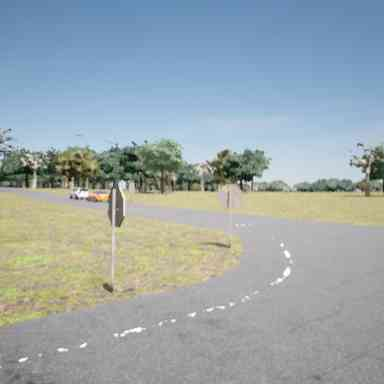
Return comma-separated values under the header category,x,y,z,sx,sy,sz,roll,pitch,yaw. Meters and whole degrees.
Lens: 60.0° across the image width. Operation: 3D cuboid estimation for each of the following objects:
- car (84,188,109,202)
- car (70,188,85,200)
category,x,y,z,sx,sy,sz,roll,pitch,yaw
car,-14.240,0.605,50.528,2.097,1.767,4.553,1,0,-35
car,-19.567,0.294,58.059,2.150,2.045,5.566,1,1,-35
